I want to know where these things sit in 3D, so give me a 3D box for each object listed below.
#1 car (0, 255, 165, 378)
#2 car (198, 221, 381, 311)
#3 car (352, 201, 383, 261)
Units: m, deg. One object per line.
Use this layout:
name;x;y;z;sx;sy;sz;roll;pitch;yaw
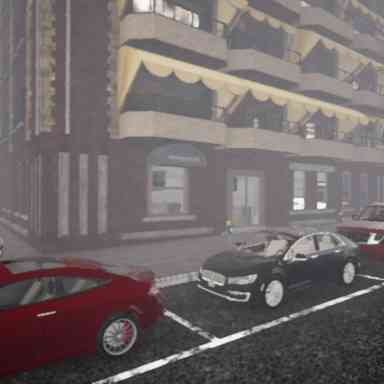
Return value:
car;-2.362;1.579;4.405;4.206;1.307;1.802;0;1;-36
car;2.154;1.514;7.631;4.403;1.369;2.008;0;1;-36
car;6.669;1.245;10.853;5.009;1.841;2.192;0;1;-36
